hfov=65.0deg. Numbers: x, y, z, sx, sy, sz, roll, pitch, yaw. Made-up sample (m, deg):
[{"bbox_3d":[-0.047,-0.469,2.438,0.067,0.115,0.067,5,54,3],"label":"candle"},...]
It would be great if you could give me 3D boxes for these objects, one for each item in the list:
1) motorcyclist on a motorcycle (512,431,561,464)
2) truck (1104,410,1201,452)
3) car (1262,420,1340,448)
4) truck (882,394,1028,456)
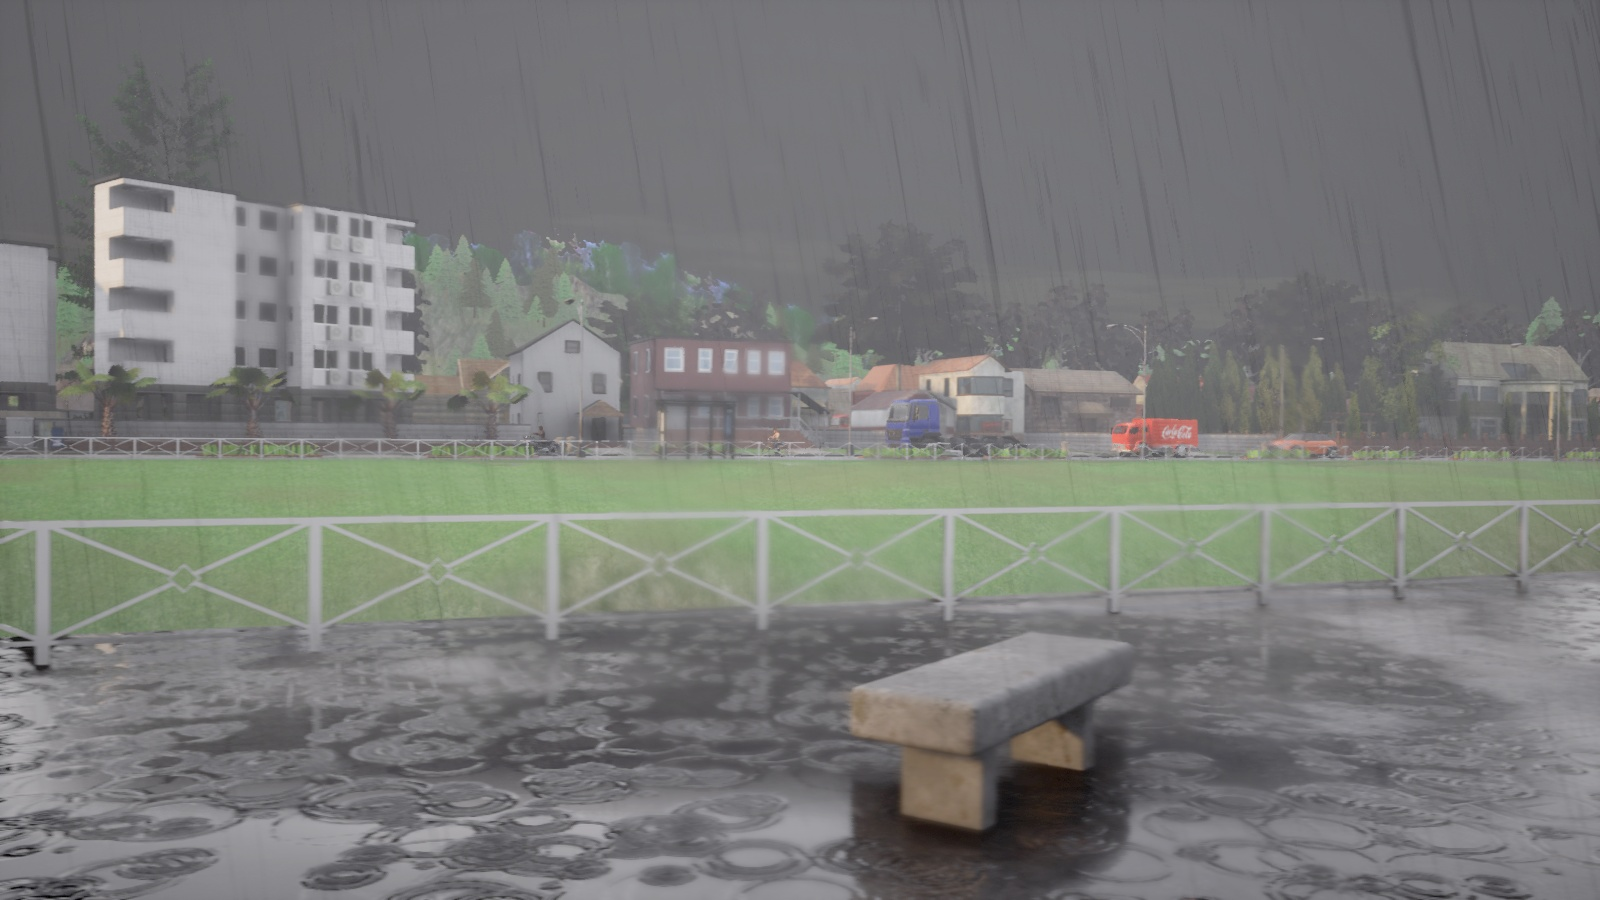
[{"bbox_3d":[-13.563,-0.157,64.630,2.350,1.649,0.766,-1,1,-21],"label":"motorcyclist on a motorcycle"},{"bbox_3d":[21.902,-1.196,78.080,5.204,2.467,2.627,-1,1,-21],"label":"truck"},{"bbox_3d":[32.790,-1.036,82.214,4.553,1.767,2.097,-1,1,-21],"label":"car"},{"bbox_3d":[9.042,-1.473,73.195,7.936,3.462,2.891,-1,1,-21],"label":"truck"}]
